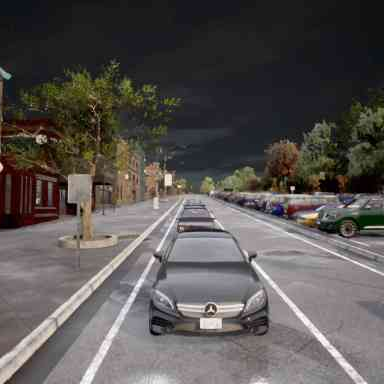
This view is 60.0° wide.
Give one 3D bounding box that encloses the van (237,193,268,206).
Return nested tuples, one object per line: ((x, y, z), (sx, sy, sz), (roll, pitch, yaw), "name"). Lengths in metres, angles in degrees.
((9.145, 1.113, 50.698), (4.442, 1.987, 1.878), (0, 1, 0), "van")

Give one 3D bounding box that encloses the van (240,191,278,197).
((9.187, 1.163, 45.093), (4.442, 1.987, 1.878), (0, 0, 0), "van")

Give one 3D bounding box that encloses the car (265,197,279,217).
((9.188, 1.460, 28.264), (5.008, 1.535, 2.097), (0, 0, 0), "car")

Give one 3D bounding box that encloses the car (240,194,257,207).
((9.097, 1.408, 42.287), (4.892, 1.521, 2.231), (0, 0, 0), "car")

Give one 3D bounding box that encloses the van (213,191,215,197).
((8.624, 0.763, 89.939), (4.442, 1.987, 1.878), (0, 1, 0), "van")

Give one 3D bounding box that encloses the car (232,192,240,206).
((9.021, 1.113, 47.892), (5.566, 2.045, 2.435), (0, 1, 0), "car")

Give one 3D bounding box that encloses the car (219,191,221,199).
((8.877, 0.938, 67.515), (5.566, 2.045, 2.435), (0, 1, 0), "car")

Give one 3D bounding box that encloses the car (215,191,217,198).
((8.797, 1.064, 81.533), (5.008, 1.535, 2.097), (0, 1, 0), "car")

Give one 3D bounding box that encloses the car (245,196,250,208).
((9.108, 1.465, 39.484), (4.674, 1.452, 2.002), (0, 0, 0), "car")

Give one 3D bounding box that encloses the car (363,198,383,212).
((22.177, 1.468, 37.445), (4.792, 1.488, 2.163), (0, 0, 0), "car")

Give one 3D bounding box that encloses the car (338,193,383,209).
((22.137, 1.153, 43.001), (5.566, 2.045, 2.435), (0, 0, 0), "car")

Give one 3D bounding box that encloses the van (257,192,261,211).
((9.269, 1.222, 33.873), (4.442, 1.987, 1.878), (0, 0, 0), "van")

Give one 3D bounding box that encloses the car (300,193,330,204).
((22.074, 1.135, 59.658), (4.553, 1.767, 2.185), (0, 1, 0), "car")

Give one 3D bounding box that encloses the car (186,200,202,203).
((0.212, 1.442, 29.870), (2.128, 1.511, 4.902), (0, 0, 0), "car")

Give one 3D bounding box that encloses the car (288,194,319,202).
((21.817, 1.208, 65.207), (5.366, 1.575, 1.946), (0, 1, 0), "car")

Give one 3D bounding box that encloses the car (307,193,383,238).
((9.247, 1.221, 17.050), (5.566, 2.045, 2.435), (0, 0, 0), "car")

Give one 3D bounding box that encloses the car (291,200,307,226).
((9.070, 1.466, 19.853), (5.366, 1.575, 1.946), (0, 0, 0), "car")

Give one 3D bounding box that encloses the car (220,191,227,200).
((8.897, 0.963, 64.712), (5.566, 2.045, 2.435), (0, 1, 0), "car")

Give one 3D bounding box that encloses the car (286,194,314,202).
((21.988, 1.188, 67.985), (4.892, 1.521, 2.231), (0, 1, 0), "car")

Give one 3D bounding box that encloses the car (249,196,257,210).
((9.161, 1.469, 36.676), (4.792, 1.488, 2.163), (0, 0, 0), "car")

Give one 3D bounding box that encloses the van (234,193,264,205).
((9.125, 1.088, 53.501), (4.442, 1.987, 1.878), (0, 1, 0), "van")

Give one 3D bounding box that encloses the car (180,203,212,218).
((0.189, 1.532, 17.422), (2.033, 1.411, 5.357), (0, 0, 0), "car")

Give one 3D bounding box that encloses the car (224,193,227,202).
((8.944, 1.279, 61.912), (4.674, 1.452, 2.002), (0, 1, 0), "car")

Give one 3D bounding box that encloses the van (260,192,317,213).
((9.056, 1.230, 31.070), (4.442, 1.987, 1.878), (0, 0, 0), "van")

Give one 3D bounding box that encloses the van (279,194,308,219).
((9.331, 1.237, 25.461), (4.442, 1.987, 1.878), (0, 0, 0), "van")

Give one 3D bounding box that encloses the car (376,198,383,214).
((22.411, 1.444, 34.675), (5.366, 1.575, 1.946), (0, 0, 0), "car")

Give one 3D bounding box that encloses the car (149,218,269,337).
((0.251, 1.524, 6.843), (1.812, 1.442, 4.674), (0, 0, 0), "car")

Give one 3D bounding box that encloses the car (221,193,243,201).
((8.833, 1.014, 73.122), (4.553, 1.767, 2.185), (0, 1, 0), "car")

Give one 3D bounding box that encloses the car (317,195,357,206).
((22.290, 1.332, 51.332), (5.366, 1.575, 1.946), (0, 1, 0), "car")

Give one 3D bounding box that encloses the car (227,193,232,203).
((8.981, 1.290, 56.305), (4.892, 1.521, 2.231), (0, 1, 0), "car")

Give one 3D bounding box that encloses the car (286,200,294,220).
((9.237, 1.506, 22.658), (4.674, 1.452, 2.002), (0, 0, 0), "car")

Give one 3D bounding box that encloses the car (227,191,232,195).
((8.998, 1.138, 59.107), (4.553, 1.767, 2.185), (0, 1, 0), "car")

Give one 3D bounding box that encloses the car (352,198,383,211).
((22.214, 1.451, 40.228), (4.792, 1.488, 2.163), (0, 0, 0), "car")

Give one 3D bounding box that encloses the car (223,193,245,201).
((8.854, 1.039, 70.319), (4.553, 1.767, 2.185), (0, 1, 0), "car")
